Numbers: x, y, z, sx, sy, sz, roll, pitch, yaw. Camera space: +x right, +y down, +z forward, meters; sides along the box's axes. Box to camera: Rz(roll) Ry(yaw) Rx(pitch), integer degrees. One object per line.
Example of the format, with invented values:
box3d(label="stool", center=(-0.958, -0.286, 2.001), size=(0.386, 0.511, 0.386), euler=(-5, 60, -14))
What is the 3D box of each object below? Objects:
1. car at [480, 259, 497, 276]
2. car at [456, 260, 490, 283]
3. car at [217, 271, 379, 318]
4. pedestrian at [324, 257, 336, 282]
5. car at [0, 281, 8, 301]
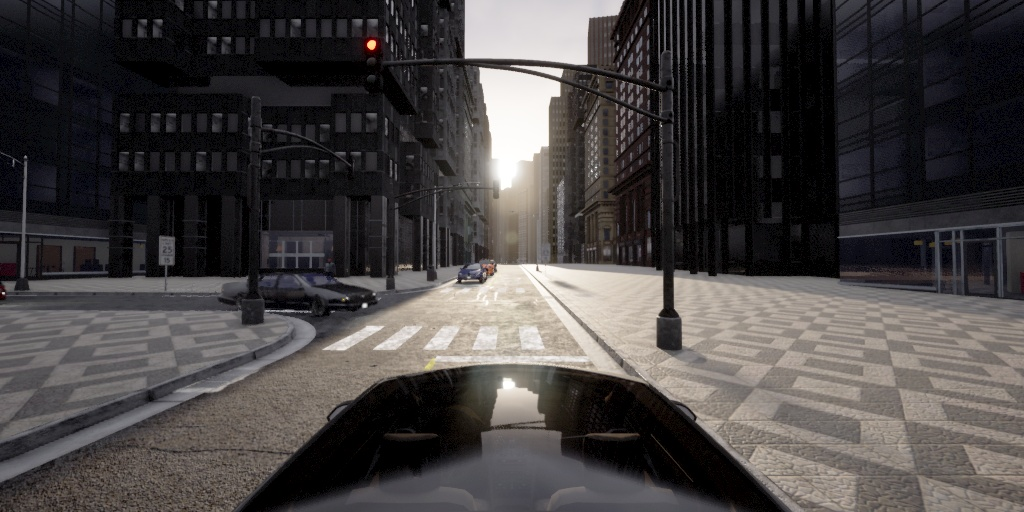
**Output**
box3d(label="car", center=(-3.021, 1.138, 38.252), size=(2.097, 1.767, 4.553), euler=(0, 0, 0))
box3d(label="car", center=(-3.045, 1.289, 28.247), size=(1.812, 1.442, 4.674), euler=(0, 0, 2))
box3d(label="car", center=(-7.456, 1.247, 12.523), size=(5.357, 1.411, 2.033), euler=(0, -1, 14))
box3d(label="pedestrian", center=(-9.969, 0.974, 19.605), size=(0.375, 1.860, 0.375), euler=(0, -1, 0))
box3d(label="car", center=(-22.209, 1.021, 13.415), size=(4.553, 1.767, 2.097), euler=(0, -1, 0))
